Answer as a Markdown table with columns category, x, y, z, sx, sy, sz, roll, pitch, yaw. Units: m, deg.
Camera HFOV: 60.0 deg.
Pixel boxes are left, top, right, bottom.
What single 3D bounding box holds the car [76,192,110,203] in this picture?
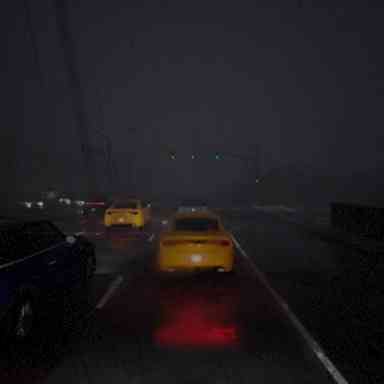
| category | x | y | z | sx | sy | sz | roll | pitch | yaw |
| --- | --- | --- | --- | --- | --- | --- | --- | --- | --- |
| car | -6.919 | 0.987 | 25.753 | 2.128 | 1.511 | 4.902 | 0 | 1 | 0 |

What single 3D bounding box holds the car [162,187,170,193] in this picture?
| category | x | y | z | sx | sy | sz | roll | pitch | yaw |
| --- | --- | --- | --- | --- | --- | --- | --- | --- | --- |
| car | -7.065 | -0.534 | 89.531 | 1.837 | 1.490 | 4.892 | 0 | 1 | 0 |

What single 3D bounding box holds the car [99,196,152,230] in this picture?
| category | x | y | z | sx | sy | sz | roll | pitch | yaw |
| --- | --- | --- | --- | --- | --- | --- | --- | --- | --- |
| car | -3.412 | 1.133 | 18.541 | 1.882 | 1.535 | 5.008 | 0 | 1 | 0 |

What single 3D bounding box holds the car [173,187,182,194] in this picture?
| category | x | y | z | sx | sy | sz | roll | pitch | yaw |
| --- | --- | --- | --- | --- | --- | --- | --- | --- | --- |
| car | -3.557 | -0.228 | 79.118 | 1.882 | 1.535 | 5.008 | 0 | 1 | 0 |

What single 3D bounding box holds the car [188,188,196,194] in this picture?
| category | x | y | z | sx | sy | sz | roll | pitch | yaw |
| --- | --- | --- | --- | --- | --- | --- | --- | --- | --- |
| car | -0.058 | -0.177 | 79.581 | 2.128 | 1.511 | 4.902 | 0 | 1 | 0 |

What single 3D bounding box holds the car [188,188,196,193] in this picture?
| category | x | y | z | sx | sy | sz | roll | pitch | yaw |
| --- | --- | --- | --- | --- | --- | --- | --- | --- | --- |
| car | -0.065 | -0.383 | 89.536 | 2.033 | 1.411 | 5.357 | 0 | 1 | 0 |

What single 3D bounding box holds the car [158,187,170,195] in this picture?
| category | x | y | z | sx | sy | sz | roll | pitch | yaw |
| --- | --- | --- | --- | --- | --- | --- | --- | --- | --- |
| car | -7.057 | -0.178 | 79.116 | 2.128 | 1.511 | 4.902 | 0 | 1 | 0 |

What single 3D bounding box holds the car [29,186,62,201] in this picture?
| category | x | y | z | sx | sy | sz | roll | pitch | yaw |
| --- | --- | --- | --- | --- | --- | --- | --- | --- | --- |
| car | -21.115 | 0.233 | 47.542 | 2.150 | 2.045 | 5.566 | 0 | 1 | 0 |

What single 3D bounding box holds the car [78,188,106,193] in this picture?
| category | x | y | z | sx | sy | sz | roll | pitch | yaw |
| --- | --- | --- | --- | --- | --- | --- | --- | --- | --- |
| car | -14.085 | 0.527 | 47.040 | 1.837 | 1.490 | 4.892 | 0 | 1 | -1 |

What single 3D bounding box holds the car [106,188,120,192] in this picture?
| category | x | y | z | sx | sy | sz | roll | pitch | yaw |
| --- | --- | --- | --- | --- | --- | --- | --- | --- | --- |
| car | -14.086 | 0.293 | 56.354 | 1.882 | 1.535 | 5.008 | 0 | 1 | 0 |

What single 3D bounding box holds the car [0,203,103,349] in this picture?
| category | x | y | z | sx | sy | sz | roll | pitch | yaw |
| --- | --- | --- | --- | --- | --- | --- | --- | --- | --- |
| car | -3.406 | 1.270 | 6.312 | 2.097 | 1.767 | 4.553 | 0 | 1 | 0 |

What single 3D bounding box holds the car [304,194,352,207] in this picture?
| category | x | y | z | sx | sy | sz | roll | pitch | yaw |
| --- | --- | --- | --- | --- | --- | --- | --- | --- | --- |
| car | 14.092 | 0.906 | 34.262 | 4.718 | 1.301 | 1.895 | 0 | 1 | 2 |

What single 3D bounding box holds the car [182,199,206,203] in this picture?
| category | x | y | z | sx | sy | sz | roll | pitch | yaw |
| --- | --- | --- | --- | --- | --- | --- | --- | --- | --- |
| car | 0.082 | 1.137 | 23.915 | 1.895 | 1.301 | 4.718 | 0 | 1 | 0 |

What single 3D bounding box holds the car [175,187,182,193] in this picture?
| category | x | y | z | sx | sy | sz | roll | pitch | yaw |
| --- | --- | --- | --- | --- | --- | --- | --- | --- | --- |
| car | -3.565 | -0.534 | 89.534 | 1.837 | 1.490 | 4.892 | 0 | 1 | 0 |

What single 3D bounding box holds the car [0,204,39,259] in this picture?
| category | x | y | z | sx | sy | sz | roll | pitch | yaw |
| --- | --- | --- | --- | --- | --- | --- | --- | --- | --- |
| car | -6.909 | 1.307 | 10.484 | 1.882 | 1.535 | 5.008 | 0 | 1 | 0 |

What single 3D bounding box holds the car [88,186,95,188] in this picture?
| category | x | y | z | sx | sy | sz | roll | pitch | yaw |
| --- | --- | --- | --- | --- | --- | --- | --- | --- | --- |
| car | -17.545 | 0.184 | 61.854 | 2.128 | 1.511 | 4.902 | 0 | 1 | 0 |

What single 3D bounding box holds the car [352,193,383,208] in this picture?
| category | x | y | z | sx | sy | sz | roll | pitch | yaw |
| --- | --- | --- | --- | --- | --- | --- | --- | --- | --- |
| car | 17.926 | 0.878 | 30.608 | 4.902 | 1.511 | 2.128 | 0 | 1 | 2 |

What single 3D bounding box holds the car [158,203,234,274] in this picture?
| category | x | y | z | sx | sy | sz | roll | pitch | yaw |
| --- | --- | --- | --- | --- | --- | --- | --- | --- | --- |
| car | 0.092 | 1.320 | 10.031 | 1.882 | 1.535 | 5.008 | 0 | 1 | 0 |

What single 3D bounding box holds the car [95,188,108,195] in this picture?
| category | x | y | z | sx | sy | sz | roll | pitch | yaw |
| --- | --- | --- | --- | --- | --- | --- | --- | --- | --- |
| car | -21.056 | -0.134 | 77.517 | 1.812 | 1.442 | 4.674 | 0 | 1 | 0 |

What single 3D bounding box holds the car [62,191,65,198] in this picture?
| category | x | y | z | sx | sy | sz | roll | pitch | yaw |
| --- | --- | --- | --- | --- | --- | --- | --- | --- | --- |
| car | -21.054 | 0.284 | 57.400 | 2.128 | 1.511 | 4.902 | 0 | 1 | 0 |

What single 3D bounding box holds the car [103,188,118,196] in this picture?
| category | x | y | z | sx | sy | sz | roll | pitch | yaw |
| --- | --- | --- | --- | --- | --- | --- | --- | --- | --- |
| car | -17.552 | -0.006 | 71.936 | 2.128 | 1.511 | 4.902 | 0 | 1 | 0 |

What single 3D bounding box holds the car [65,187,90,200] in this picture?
| category | x | y | z | sx | sy | sz | roll | pitch | yaw |
| --- | --- | --- | --- | --- | --- | --- | --- | --- | --- |
| car | -17.605 | 0.443 | 51.781 | 1.812 | 1.442 | 4.674 | 0 | 1 | 0 |
